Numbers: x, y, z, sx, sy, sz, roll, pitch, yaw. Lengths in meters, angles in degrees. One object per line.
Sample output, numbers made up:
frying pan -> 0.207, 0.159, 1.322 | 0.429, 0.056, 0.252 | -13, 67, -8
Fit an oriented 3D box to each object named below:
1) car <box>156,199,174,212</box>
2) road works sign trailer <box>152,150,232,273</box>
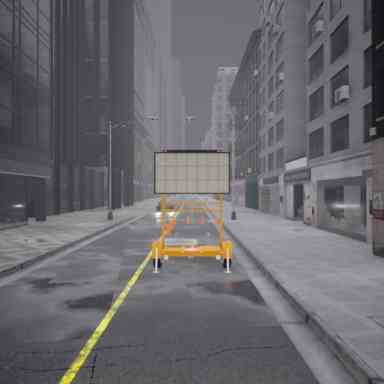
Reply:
car -> -3.066, 1.519, 38.711 | 1.812, 1.442, 4.674 | 0, 0, 0
road works sign trailer -> 0.005, 0.464, 10.635 | 2.380, 3.560, 2.880 | 0, 0, 0
